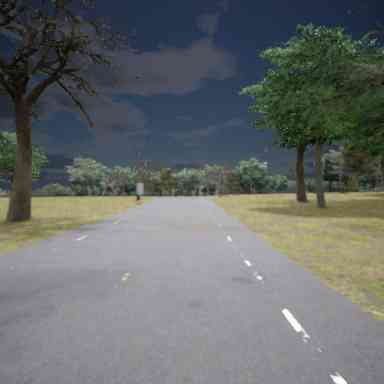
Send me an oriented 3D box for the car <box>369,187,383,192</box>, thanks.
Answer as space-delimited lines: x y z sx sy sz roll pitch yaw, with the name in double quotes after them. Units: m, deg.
44.766 -0.501 79.149 4.902 1.511 2.128 -1 -2 -1 "car"
